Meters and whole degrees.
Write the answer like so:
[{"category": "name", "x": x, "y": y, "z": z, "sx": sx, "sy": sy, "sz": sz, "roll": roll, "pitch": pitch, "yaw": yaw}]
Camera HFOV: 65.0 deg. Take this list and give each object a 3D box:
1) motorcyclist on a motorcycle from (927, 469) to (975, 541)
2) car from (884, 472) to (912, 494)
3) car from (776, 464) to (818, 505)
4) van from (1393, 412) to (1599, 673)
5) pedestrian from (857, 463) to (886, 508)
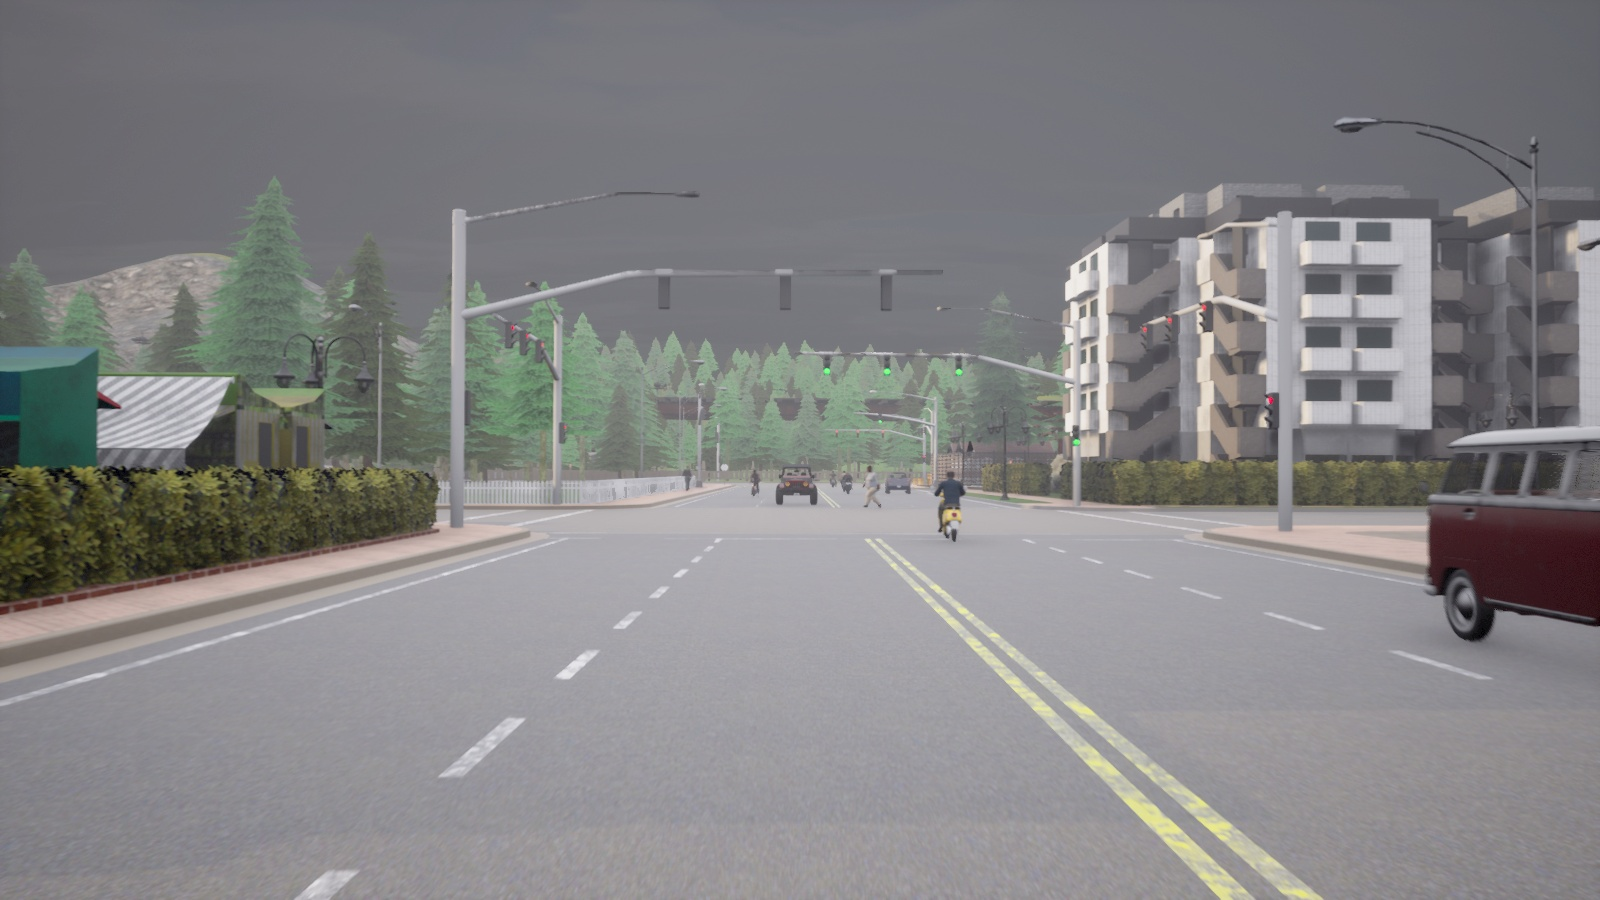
[{"category": "motorcyclist on a motorcycle", "x": 3.429, "y": 1.236, "z": 28.749, "sx": 0.866, "sy": 1.590, "sz": 1.817, "roll": 0, "pitch": -1, "yaw": 0}, {"category": "car", "x": 6.866, "y": 2.279, "z": 88.304, "sx": 1.845, "sy": 1.501, "sz": 3.633, "roll": 0, "pitch": -1, "yaw": 2}, {"category": "car", "x": -0.146, "y": 1.604, "z": 59.336, "sx": 1.905, "sy": 1.878, "sz": 3.866, "roll": 0, "pitch": -1, "yaw": 0}, {"category": "van", "x": 6.973, "y": 0.717, "z": 10.625, "sx": 1.775, "sy": 1.987, "sz": 4.442, "roll": 0, "pitch": -1, "yaw": 0}, {"category": "pedestrian", "x": 2.954, "y": 1.464, "z": 51.911, "sx": 0.900, "sy": 1.855, "sz": 0.874, "roll": 0, "pitch": -1, "yaw": -22}]
